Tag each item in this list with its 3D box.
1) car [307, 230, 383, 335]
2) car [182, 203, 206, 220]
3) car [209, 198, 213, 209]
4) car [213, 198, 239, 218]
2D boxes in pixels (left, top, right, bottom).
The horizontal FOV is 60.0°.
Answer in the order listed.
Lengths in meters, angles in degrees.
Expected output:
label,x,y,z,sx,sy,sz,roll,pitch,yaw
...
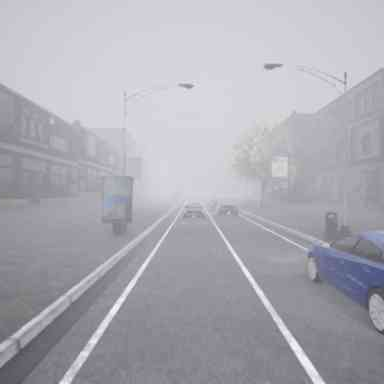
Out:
label,x,y,z,sx,sy,sz,roll,pitch,yaw
car,3.927,1.511,6.773,1.882,1.535,5.008,0,0,0
car,0.152,1.607,28.092,1.895,1.301,4.718,0,0,0
car,3.246,1.487,43.079,2.033,1.411,5.357,0,1,0
car,3.199,1.520,30.794,1.837,1.490,4.892,0,0,1
